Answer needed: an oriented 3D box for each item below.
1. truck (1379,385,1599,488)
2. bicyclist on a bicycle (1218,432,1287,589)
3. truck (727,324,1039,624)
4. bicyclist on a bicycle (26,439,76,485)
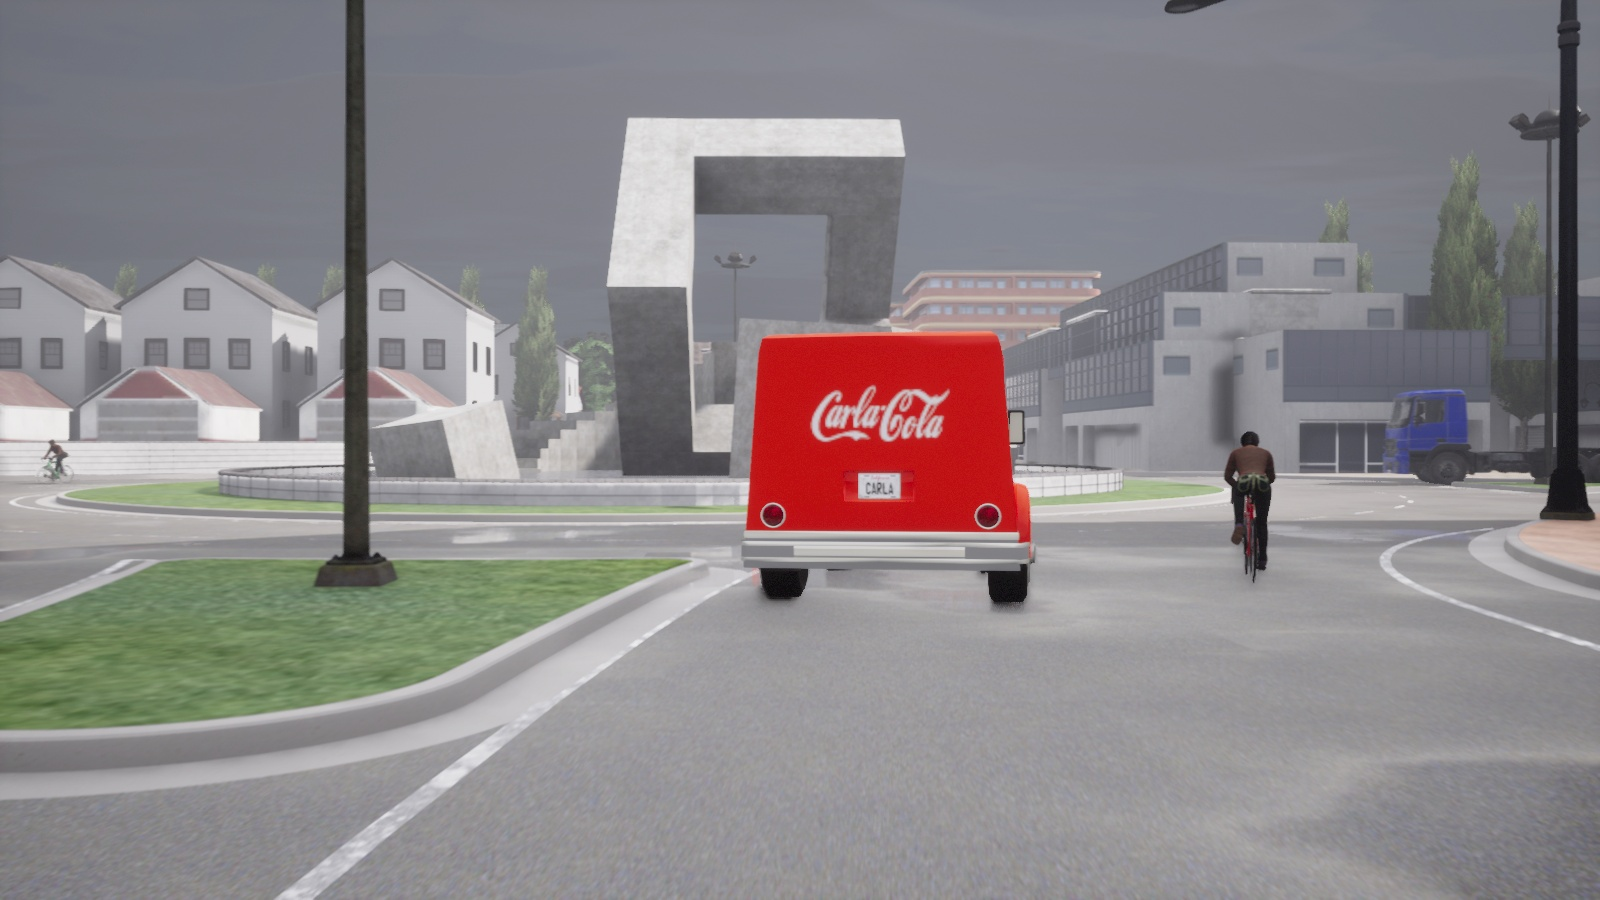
[{"bbox_3d":[24.945,-0.455,44.163,7.936,3.462,2.891,0,0,14],"label":"truck"},{"bbox_3d":[4.977,0.627,13.871,0.582,1.620,1.656,1,0,16],"label":"bicyclist on a bicycle"},{"bbox_3d":[1.115,0.187,13.125,2.627,2.467,5.204,0,0,10],"label":"truck"},{"bbox_3d":[-27.001,0.411,45.289,0.582,1.620,1.656,1,0,12],"label":"bicyclist on a bicycle"}]
